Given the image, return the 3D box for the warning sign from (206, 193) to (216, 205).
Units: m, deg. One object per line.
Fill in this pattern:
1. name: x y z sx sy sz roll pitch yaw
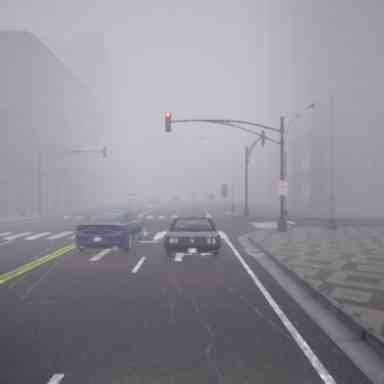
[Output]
1. warning sign: 2.840 1.014 49.694 1.300 1.860 1.060 0 0 0

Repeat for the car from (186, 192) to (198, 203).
1. car: 0.022 1.077 64.139 2.150 2.045 5.566 0 -1 0

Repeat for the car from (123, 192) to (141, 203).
1. car: -9.827 1.104 55.233 2.150 2.045 5.566 0 0 0

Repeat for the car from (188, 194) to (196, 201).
1. car: -0.012 1.193 76.207 1.882 1.535 5.008 0 0 0

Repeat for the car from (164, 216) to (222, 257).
1. car: 0.034 1.579 12.855 1.895 1.301 4.718 0 0 0

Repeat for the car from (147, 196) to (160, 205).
1. car: -6.565 1.369 57.352 2.128 1.511 4.902 0 0 0

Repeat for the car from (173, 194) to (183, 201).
1. car: -3.262 1.255 76.207 2.033 1.411 5.357 0 0 0

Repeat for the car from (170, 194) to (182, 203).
1. car: -3.225 1.361 64.631 1.837 1.490 4.892 0 -1 1

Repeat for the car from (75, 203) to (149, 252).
1. car: -3.209 1.454 13.816 1.882 1.535 5.008 0 0 0
